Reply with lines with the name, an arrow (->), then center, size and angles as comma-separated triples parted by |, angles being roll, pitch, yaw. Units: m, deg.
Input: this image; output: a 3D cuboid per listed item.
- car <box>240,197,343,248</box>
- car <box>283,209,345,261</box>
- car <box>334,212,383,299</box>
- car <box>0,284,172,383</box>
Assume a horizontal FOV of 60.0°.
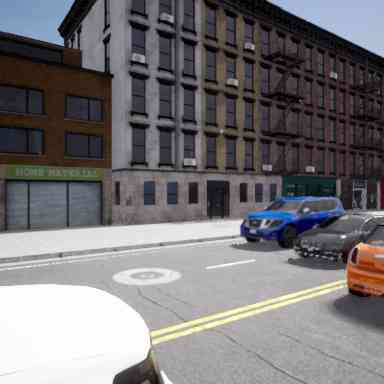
car -> 4.712, 1.239, 14.977 | 5.566, 2.045, 2.150 | 0, 0, -35
car -> 5.628, 1.520, 11.642 | 4.892, 1.490, 1.837 | 0, 0, -35
car -> 5.443, 1.363, 7.286 | 4.553, 1.767, 2.097 | 0, 0, -35
car -> -2.717, 1.220, 1.517 | 5.566, 2.045, 2.150 | 0, 0, -36
